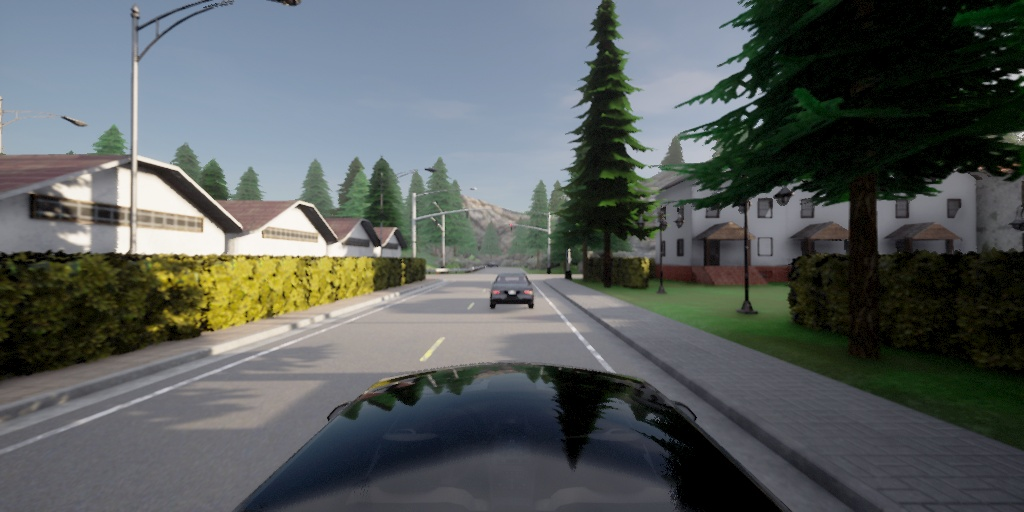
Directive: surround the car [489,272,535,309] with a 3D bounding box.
[{"bbox_3d":[-0.002,1.431,15.841,2.033,1.411,5.357,0,-1,0],"label":"car"}]
